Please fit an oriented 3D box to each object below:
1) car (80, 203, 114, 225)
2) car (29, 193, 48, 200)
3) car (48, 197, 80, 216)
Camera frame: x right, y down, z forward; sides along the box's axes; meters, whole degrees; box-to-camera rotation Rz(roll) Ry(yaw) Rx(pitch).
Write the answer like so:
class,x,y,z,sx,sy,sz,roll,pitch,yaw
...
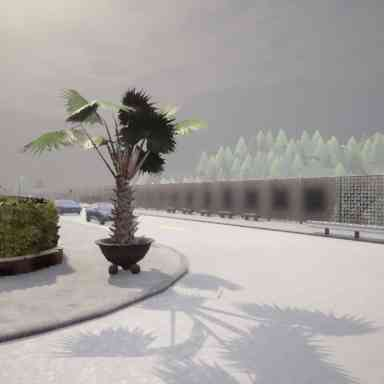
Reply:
class,x,y,z,sx,sy,sz,roll,pitch,yaw
car,-6.382,1.526,24.413,1.812,1.442,4.674,0,0,-36
car,-20.315,1.218,44.170,2.150,2.045,5.566,0,0,-35
car,-12.550,1.478,33.108,1.882,1.535,5.008,0,0,-35
